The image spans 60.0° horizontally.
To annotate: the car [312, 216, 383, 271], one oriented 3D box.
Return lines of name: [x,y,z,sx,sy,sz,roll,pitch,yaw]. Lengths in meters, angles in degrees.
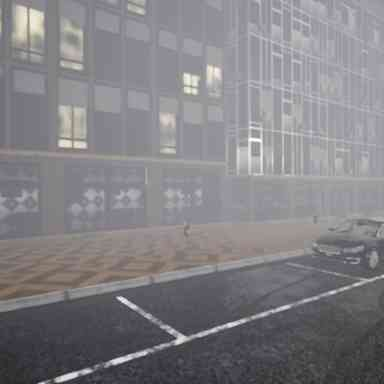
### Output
car: [5.600,1.483,10.562,4.403,1.369,2.008,0,0,-36]
